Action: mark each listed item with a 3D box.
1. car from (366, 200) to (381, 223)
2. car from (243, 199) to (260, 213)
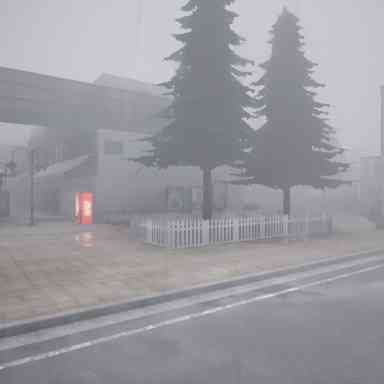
[{"bbox_3d":[14.753,1.337,23.043,2.097,1.767,4.553,0,0,-37],"label":"car"},{"bbox_3d":[5.356,1.462,36.744,1.882,1.535,5.008,0,0,-34],"label":"car"}]
